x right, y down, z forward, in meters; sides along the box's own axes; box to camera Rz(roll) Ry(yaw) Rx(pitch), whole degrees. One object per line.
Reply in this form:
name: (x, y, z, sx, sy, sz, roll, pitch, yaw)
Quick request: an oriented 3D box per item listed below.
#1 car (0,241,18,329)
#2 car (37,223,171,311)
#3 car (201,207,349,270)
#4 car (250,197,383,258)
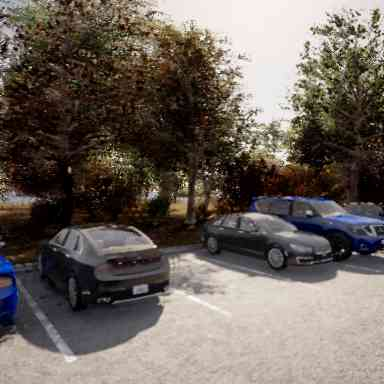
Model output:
car: (-4.617, 1.480, 6.285, 2.097, 1.535, 5.008, 0, 0, -36)
car: (-2.321, 1.479, 7.930, 2.231, 1.521, 4.892, 0, 0, -36)
car: (2.263, 1.473, 11.227, 2.231, 1.521, 4.892, 0, 0, -36)
car: (4.478, 1.216, 12.770, 2.435, 2.045, 5.566, 0, 0, -36)
